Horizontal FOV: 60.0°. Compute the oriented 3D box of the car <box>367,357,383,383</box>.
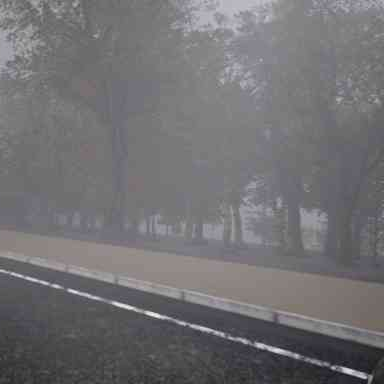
[{"bbox_3d":[3.377,1.499,1.278,4.902,1.511,2.128,0,0,35],"label":"car"}]
